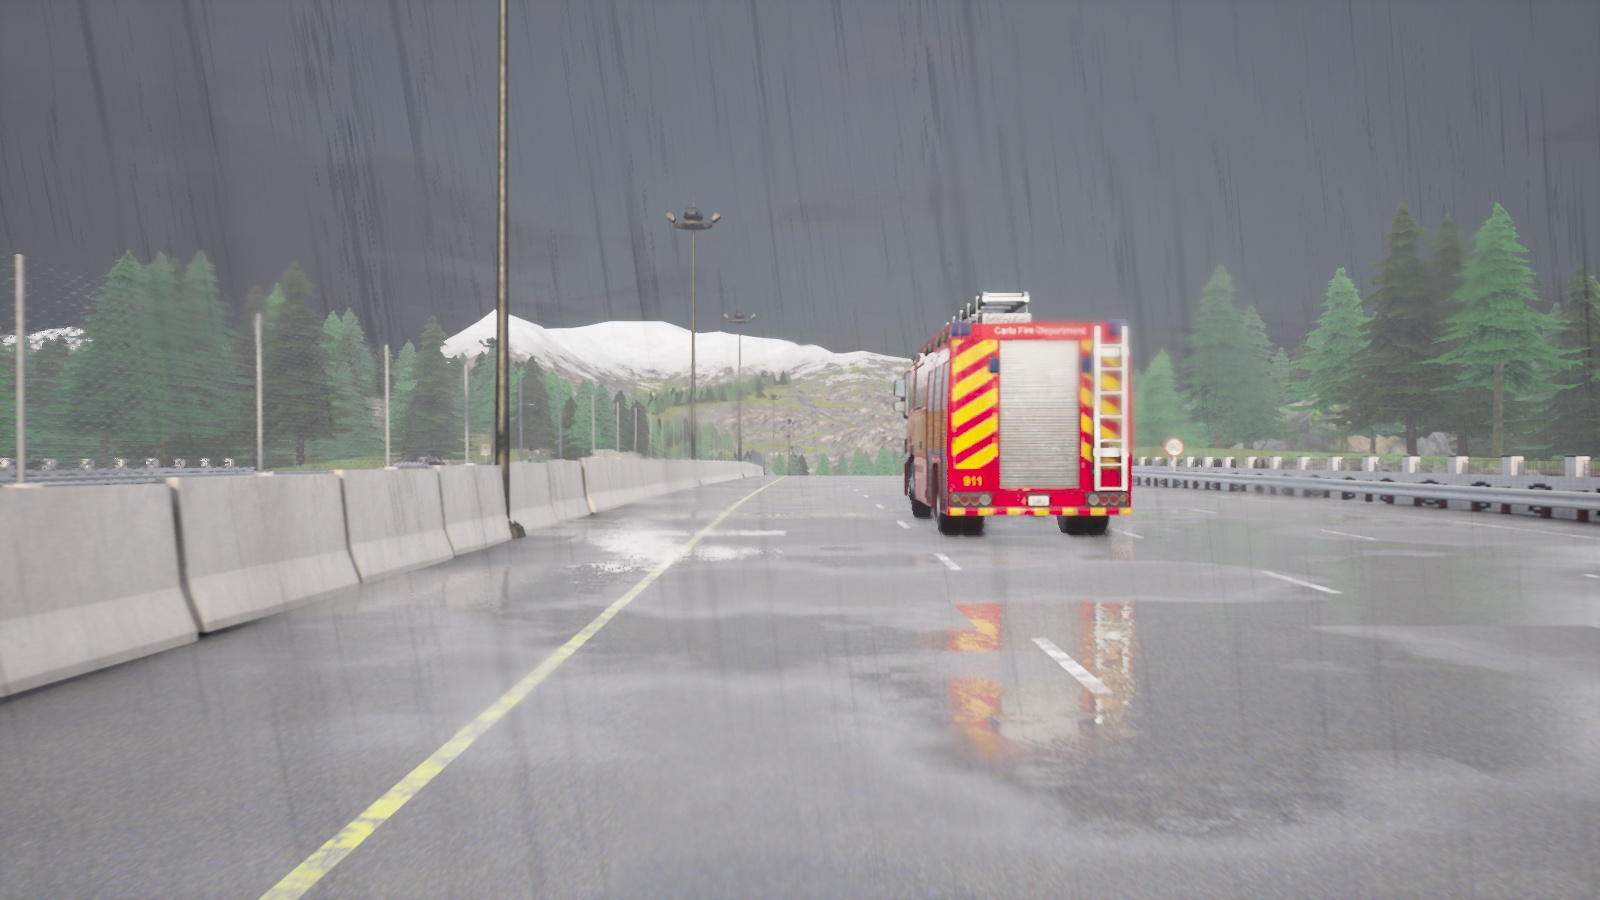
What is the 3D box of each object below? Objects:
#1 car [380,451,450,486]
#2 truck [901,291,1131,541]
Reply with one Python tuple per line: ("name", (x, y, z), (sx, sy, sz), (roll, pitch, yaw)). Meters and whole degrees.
("car", (-17.165, 0.834, 56.166), (1.816, 1.474, 4.193), (0, -1, 0))
("truck", (3.650, -0.536, 23.483), (2.891, 3.827, 8.468), (0, 0, 0))
